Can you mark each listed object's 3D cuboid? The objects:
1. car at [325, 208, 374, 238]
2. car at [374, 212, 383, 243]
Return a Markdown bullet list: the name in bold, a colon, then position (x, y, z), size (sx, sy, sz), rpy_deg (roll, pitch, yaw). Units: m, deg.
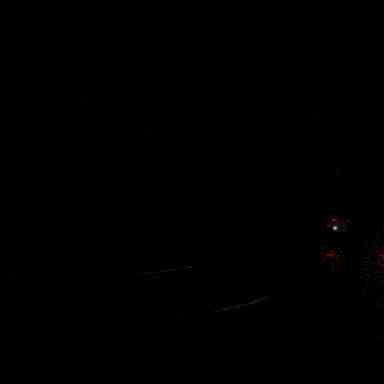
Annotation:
- **car**: position (9.637, 1.728, 19.197), size (4.892, 1.490, 1.837), rpy_deg (2, -1, -35)
- **car**: position (11.019, 1.568, 15.884), size (4.553, 1.767, 2.097), rpy_deg (1, -1, -35)
